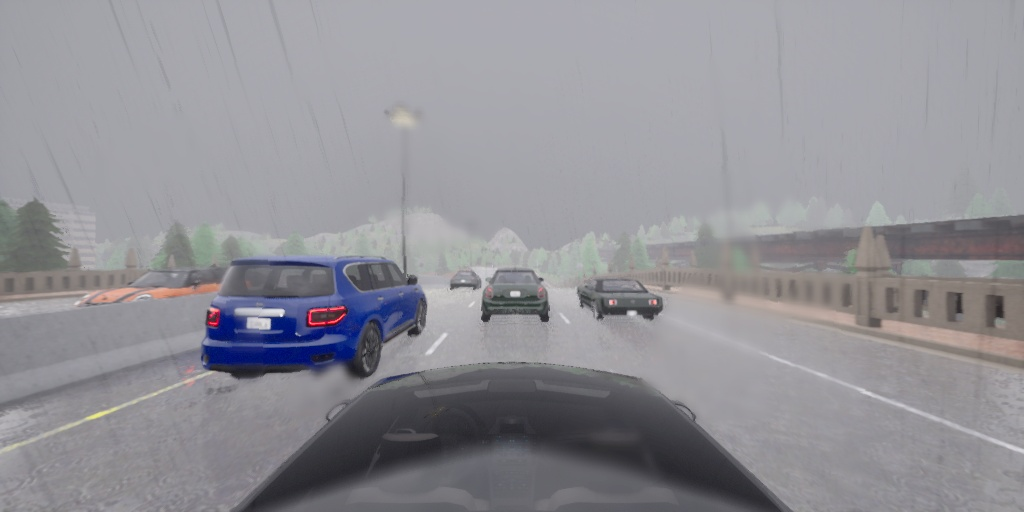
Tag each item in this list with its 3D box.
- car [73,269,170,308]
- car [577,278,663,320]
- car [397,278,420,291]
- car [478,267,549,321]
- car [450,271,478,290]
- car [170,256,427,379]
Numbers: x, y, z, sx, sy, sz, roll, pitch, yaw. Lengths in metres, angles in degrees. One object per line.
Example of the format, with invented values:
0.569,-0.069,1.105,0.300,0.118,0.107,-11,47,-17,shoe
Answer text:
-10.600,1.176,11.381,2.097,1.767,4.553,0,0,0,car
3.600,1.439,12.961,1.895,1.301,4.718,0,0,0,car
-17.525,4.934,61.136,2.150,2.045,5.566,0,-6,1,car
0.100,1.189,12.983,2.097,1.767,4.553,0,-1,0,car
-3.402,1.828,26.983,1.994,1.385,4.181,0,-3,0,car
-3.401,1.018,7.508,2.150,2.045,5.566,0,0,0,car
